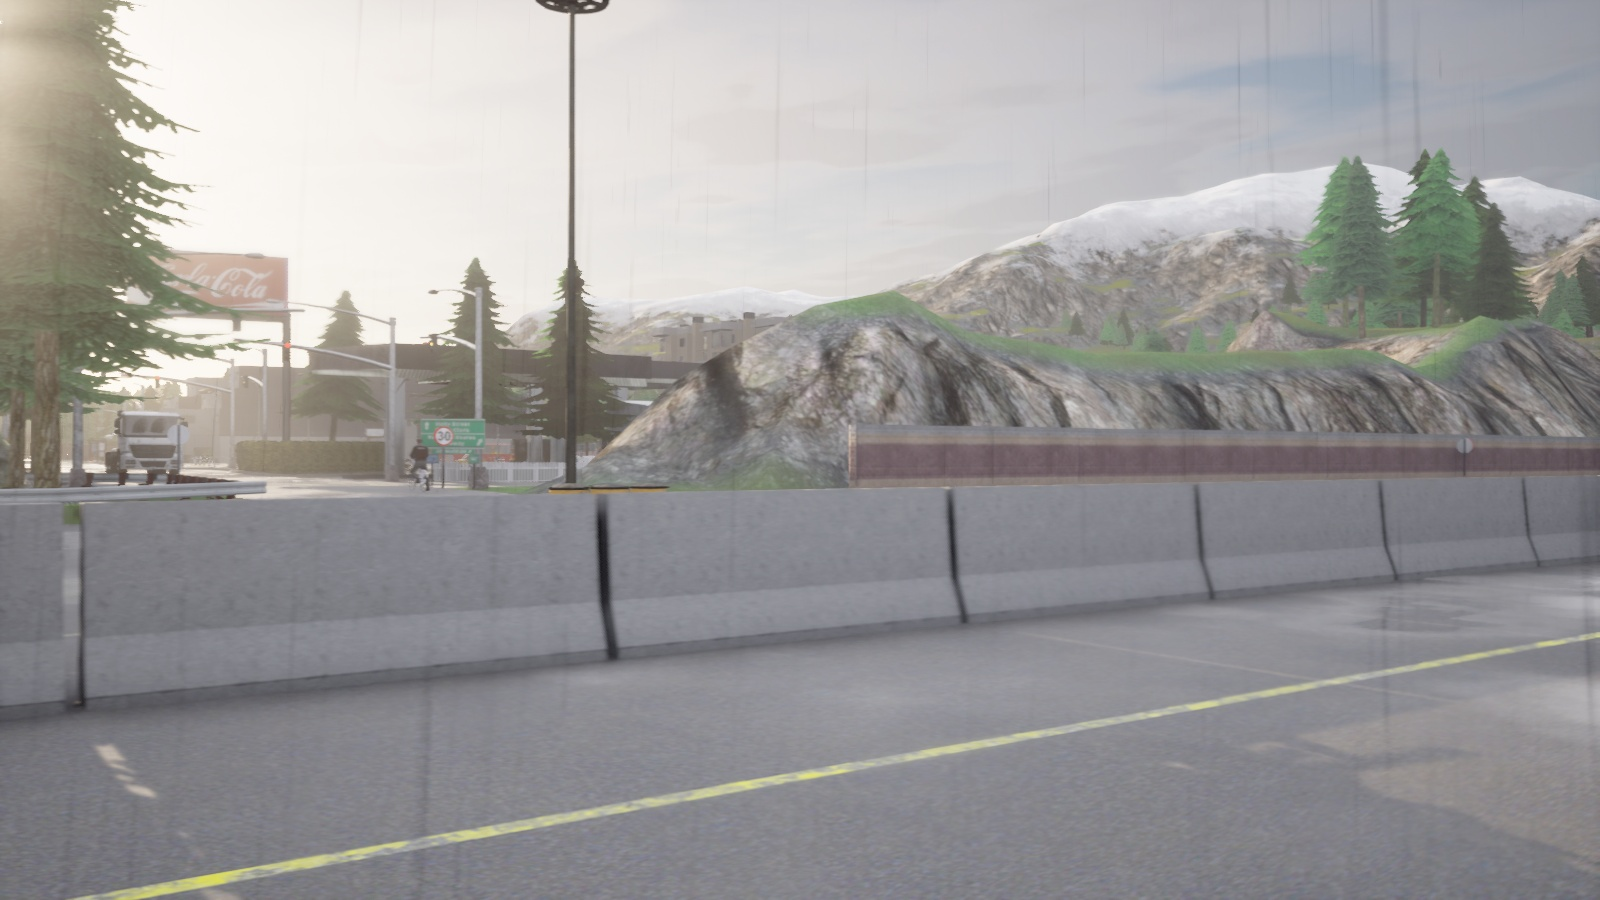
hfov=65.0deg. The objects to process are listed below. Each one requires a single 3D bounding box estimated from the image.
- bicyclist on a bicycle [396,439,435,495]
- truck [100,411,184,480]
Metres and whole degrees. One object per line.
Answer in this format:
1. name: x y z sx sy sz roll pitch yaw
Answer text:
1. bicyclist on a bicycle: -12.466 0.546 40.684 0.659 1.776 1.843 0 0 -36
2. truck: -34.967 -0.178 66.578 2.891 3.462 7.936 0 -1 -35
